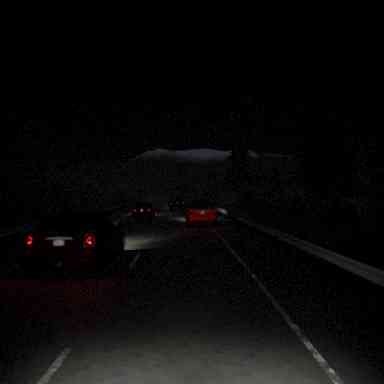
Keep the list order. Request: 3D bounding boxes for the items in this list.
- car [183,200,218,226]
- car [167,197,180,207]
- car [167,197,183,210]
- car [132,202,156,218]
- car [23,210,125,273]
[{"bbox_3d":[0.607,1.400,24.168,2.097,1.767,4.553,0,0,-3],"label":"car"},{"bbox_3d":[-3.165,1.665,56.901,2.033,1.411,5.357,0,0,-5],"label":"car"},{"bbox_3d":[-1.999,1.443,44.178,2.097,1.767,4.553,0,0,-5],"label":"car"},{"bbox_3d":[-4.401,1.612,30.506,2.033,1.411,5.357,0,0,-4],"label":"car"},{"bbox_3d":[-3.570,1.376,10.917,2.097,1.767,4.553,0,0,-1],"label":"car"}]
